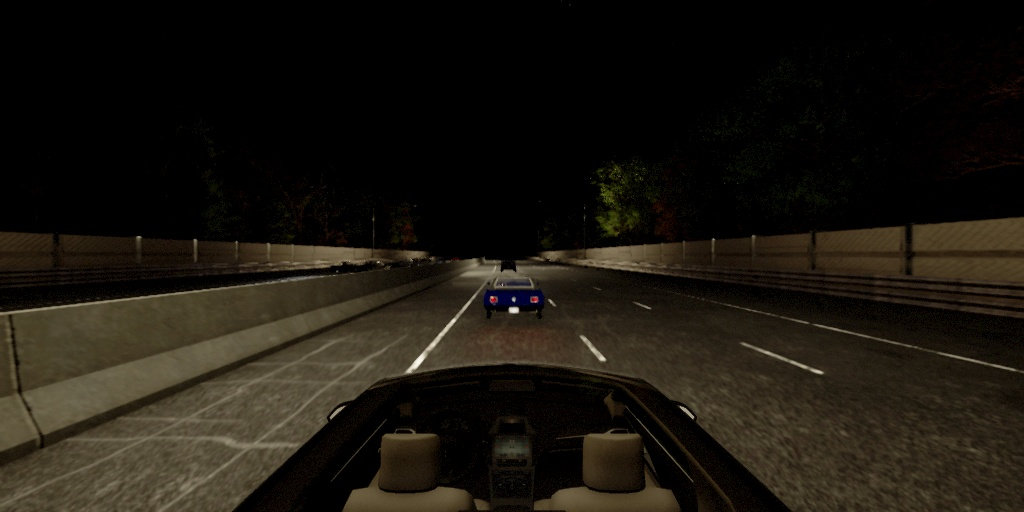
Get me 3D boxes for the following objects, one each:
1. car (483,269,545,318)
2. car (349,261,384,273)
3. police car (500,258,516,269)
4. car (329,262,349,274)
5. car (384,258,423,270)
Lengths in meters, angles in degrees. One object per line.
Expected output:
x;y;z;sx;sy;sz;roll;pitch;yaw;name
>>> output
0.048;1.330;12.931;1.895;1.301;4.718;0;0;0;car
-14.480;1.229;37.199;2.033;1.411;5.357;0;0;-1;car
-0.471;1.093;44.795;1.930;1.638;5.238;0;0;-1;police car
-18.018;1.278;39.098;1.895;1.301;4.718;0;0;-1;car
-10.974;1.174;36.664;2.128;1.511;4.902;0;0;-1;car
